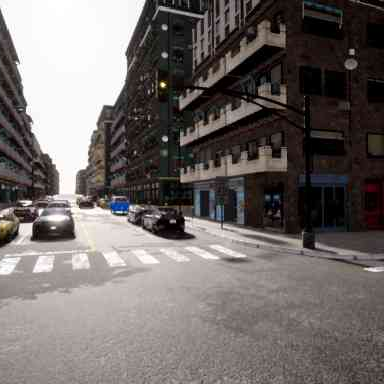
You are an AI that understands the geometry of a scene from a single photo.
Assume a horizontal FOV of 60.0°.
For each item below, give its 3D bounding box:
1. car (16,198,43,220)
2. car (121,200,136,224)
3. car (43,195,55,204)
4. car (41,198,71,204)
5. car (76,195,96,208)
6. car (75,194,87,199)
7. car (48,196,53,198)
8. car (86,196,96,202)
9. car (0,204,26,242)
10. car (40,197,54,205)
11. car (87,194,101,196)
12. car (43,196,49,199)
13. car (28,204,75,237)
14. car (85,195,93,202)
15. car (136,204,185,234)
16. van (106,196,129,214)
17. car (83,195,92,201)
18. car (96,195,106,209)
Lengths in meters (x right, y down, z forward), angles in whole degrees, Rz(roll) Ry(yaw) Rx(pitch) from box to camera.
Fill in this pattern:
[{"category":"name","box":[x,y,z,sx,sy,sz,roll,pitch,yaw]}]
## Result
[{"category":"car","box":[-13.543,1.457,26.925,1.967,1.590,4.097,1,0,-21]},{"category":"car","box":[-3.714,1.567,24.597,2.008,1.369,4.403,1,0,-21]},{"category":"car","box":[-27.464,1.487,63.889,1.967,1.590,4.097,1,0,-21]},{"category":"car","box":[-10.573,1.495,26.356,1.882,1.535,5.008,0,0,-21]},{"category":"car","box":[-15.509,1.598,48.531,1.994,1.385,4.181,0,0,-21]},{"category":"car","box":[-20.925,1.524,62.914,1.882,1.535,5.008,0,0,-21]},{"category":"car","box":[-14.205,1.502,36.076,1.882,1.535,5.008,0,0,-20]},{"category":"car","box":[-23.601,1.611,77.402,2.008,1.369,4.403,1,0,-21]},{"category":"car","box":[-9.507,1.535,16.204,1.752,1.417,4.829,1,0,-21]},{"category":"car","box":[-25.477,1.593,58.607,2.008,1.369,4.403,1,0,-21]},{"category":"car","box":[-17.631,1.361,61.562,2.192,1.841,5.009,1,0,-21]},{"category":"car","box":[-21.499,1.578,48.046,1.887,1.381,4.507,1,0,-21]},{"category":"car","box":[-7.504,1.575,18.198,1.994,1.385,4.181,0,0,-21]},{"category":"car","box":[-25.650,1.590,82.843,1.752,1.417,4.829,1,0,-21]},{"category":"car","box":[-1.726,1.579,19.316,1.947,1.339,4.313,1,0,-21]},{"category":"van","box":[-7.688,1.365,35.159,1.690,1.788,3.998,1,0,-21]},{"category":"car","box":[-27.579,1.621,87.963,2.008,1.369,4.403,1,0,-21]},{"category":"car","box":[-11.728,1.558,45.878,1.752,1.417,4.829,1,0,-21]}]
